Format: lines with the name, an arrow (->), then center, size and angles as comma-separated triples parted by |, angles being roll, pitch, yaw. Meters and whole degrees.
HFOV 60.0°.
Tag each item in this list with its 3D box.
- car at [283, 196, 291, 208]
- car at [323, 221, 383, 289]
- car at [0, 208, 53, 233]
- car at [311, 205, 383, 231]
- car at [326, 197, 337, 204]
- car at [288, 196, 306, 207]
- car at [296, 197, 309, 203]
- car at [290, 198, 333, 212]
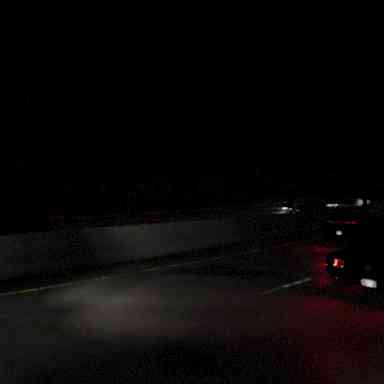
car -> 15.395, 1.465, 51.159 | 2.097, 1.767, 4.553 | 0, 0, 24
car -> 5.320, 1.585, 8.309 | 4.718, 1.301, 1.895 | 0, 0, -41
car -> -10.050, 1.611, 18.560 | 4.181, 1.385, 1.994 | 0, 0, -38
car -> 7.827, 1.477, 15.500 | 4.902, 1.511, 2.128 | 0, 0, -45
car -> 28.062, 1.703, 67.617 | 2.128, 1.511, 4.902 | 0, 0, 12
car -> 13.275, 1.574, 39.594 | 1.812, 1.442, 4.674 | 0, 0, 31
car -> 25.993, 1.820, 78.129 | 1.994, 1.385, 4.181 | 0, 0, 6
car -> 10.816, 1.519, 29.805 | 1.837, 1.490, 4.892 | 0, 0, 37
